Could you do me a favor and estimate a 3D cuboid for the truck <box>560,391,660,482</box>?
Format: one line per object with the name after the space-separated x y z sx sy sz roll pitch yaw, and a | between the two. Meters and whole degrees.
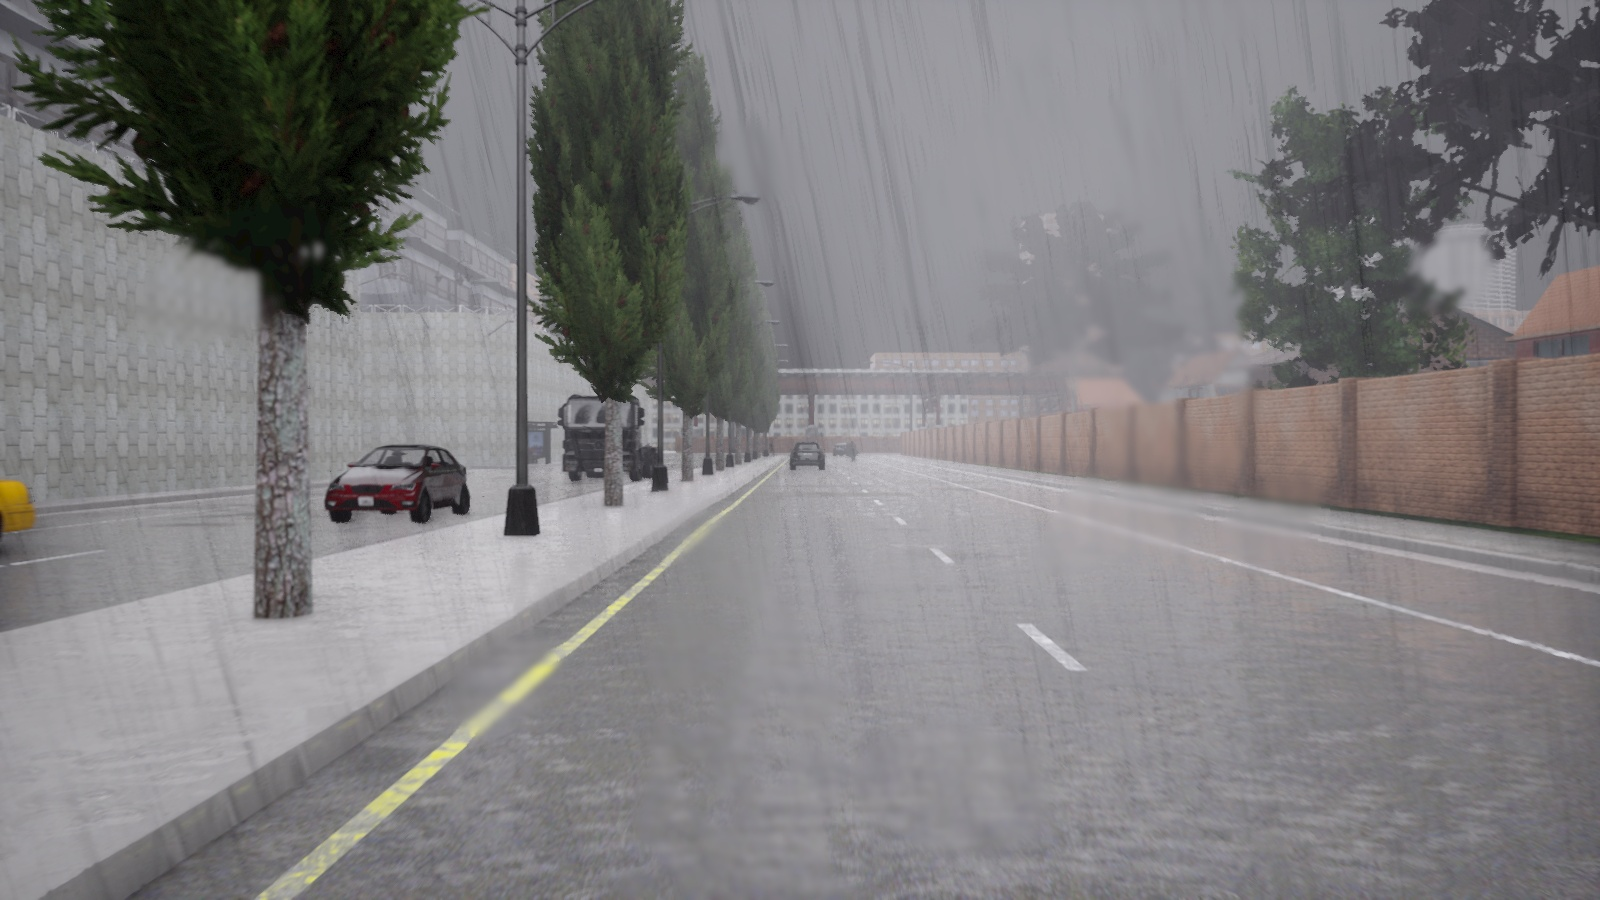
-7.689 -0.534 51.803 2.891 3.462 7.936 0 0 0 | truck

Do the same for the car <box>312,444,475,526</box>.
-7.845 0.615 24.638 1.816 1.474 4.193 0 0 0 | car

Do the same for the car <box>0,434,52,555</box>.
-11.400 0.592 14.921 1.801 1.575 5.366 0 0 0 | car

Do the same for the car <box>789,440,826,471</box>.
0.412 0.278 70.746 2.033 1.649 4.856 0 0 0 | car
